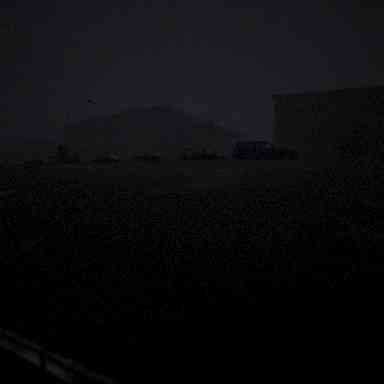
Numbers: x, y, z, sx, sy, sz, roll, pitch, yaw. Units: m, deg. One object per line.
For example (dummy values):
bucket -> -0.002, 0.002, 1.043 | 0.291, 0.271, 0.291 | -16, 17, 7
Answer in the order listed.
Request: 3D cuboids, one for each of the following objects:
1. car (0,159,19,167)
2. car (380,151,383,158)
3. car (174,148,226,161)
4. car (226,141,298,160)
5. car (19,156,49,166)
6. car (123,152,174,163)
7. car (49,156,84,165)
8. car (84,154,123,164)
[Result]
car -> -23.431, -3.572, 43.924 | 5.008, 1.535, 2.097 | 1, 1, 32
car -> 16.355, -2.697, 24.166 | 4.674, 1.452, 2.002 | 2, 1, 22
car -> 1.077, -3.287, 30.770 | 4.553, 1.767, 2.185 | 1, 1, 26
car -> 6.175, -3.292, 28.425 | 5.566, 2.045, 2.435 | 1, 1, 25
car -> -18.681, -3.620, 41.103 | 4.553, 1.767, 2.185 | 1, 1, 31
car -> -4.000, -3.259, 33.218 | 4.892, 1.521, 2.231 | 1, 1, 27
car -> -13.691, -3.385, 38.296 | 4.792, 1.488, 2.163 | 1, 1, 29
car -> -8.830, -3.298, 35.683 | 4.674, 1.452, 2.002 | 1, 1, 28
